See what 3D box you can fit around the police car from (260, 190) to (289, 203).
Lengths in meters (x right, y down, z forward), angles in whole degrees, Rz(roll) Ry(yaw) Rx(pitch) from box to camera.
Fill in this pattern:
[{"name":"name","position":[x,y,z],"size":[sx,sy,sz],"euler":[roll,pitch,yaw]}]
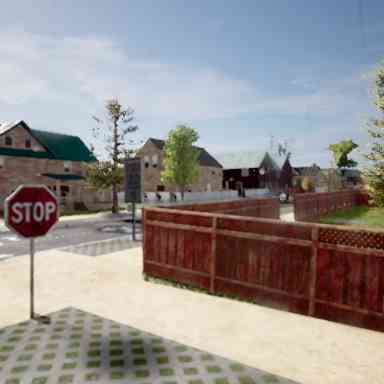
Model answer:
[{"name":"police car","position":[9.299,0.559,37.847],"size":[2.038,1.542,4.974],"euler":[0,1,36]}]
